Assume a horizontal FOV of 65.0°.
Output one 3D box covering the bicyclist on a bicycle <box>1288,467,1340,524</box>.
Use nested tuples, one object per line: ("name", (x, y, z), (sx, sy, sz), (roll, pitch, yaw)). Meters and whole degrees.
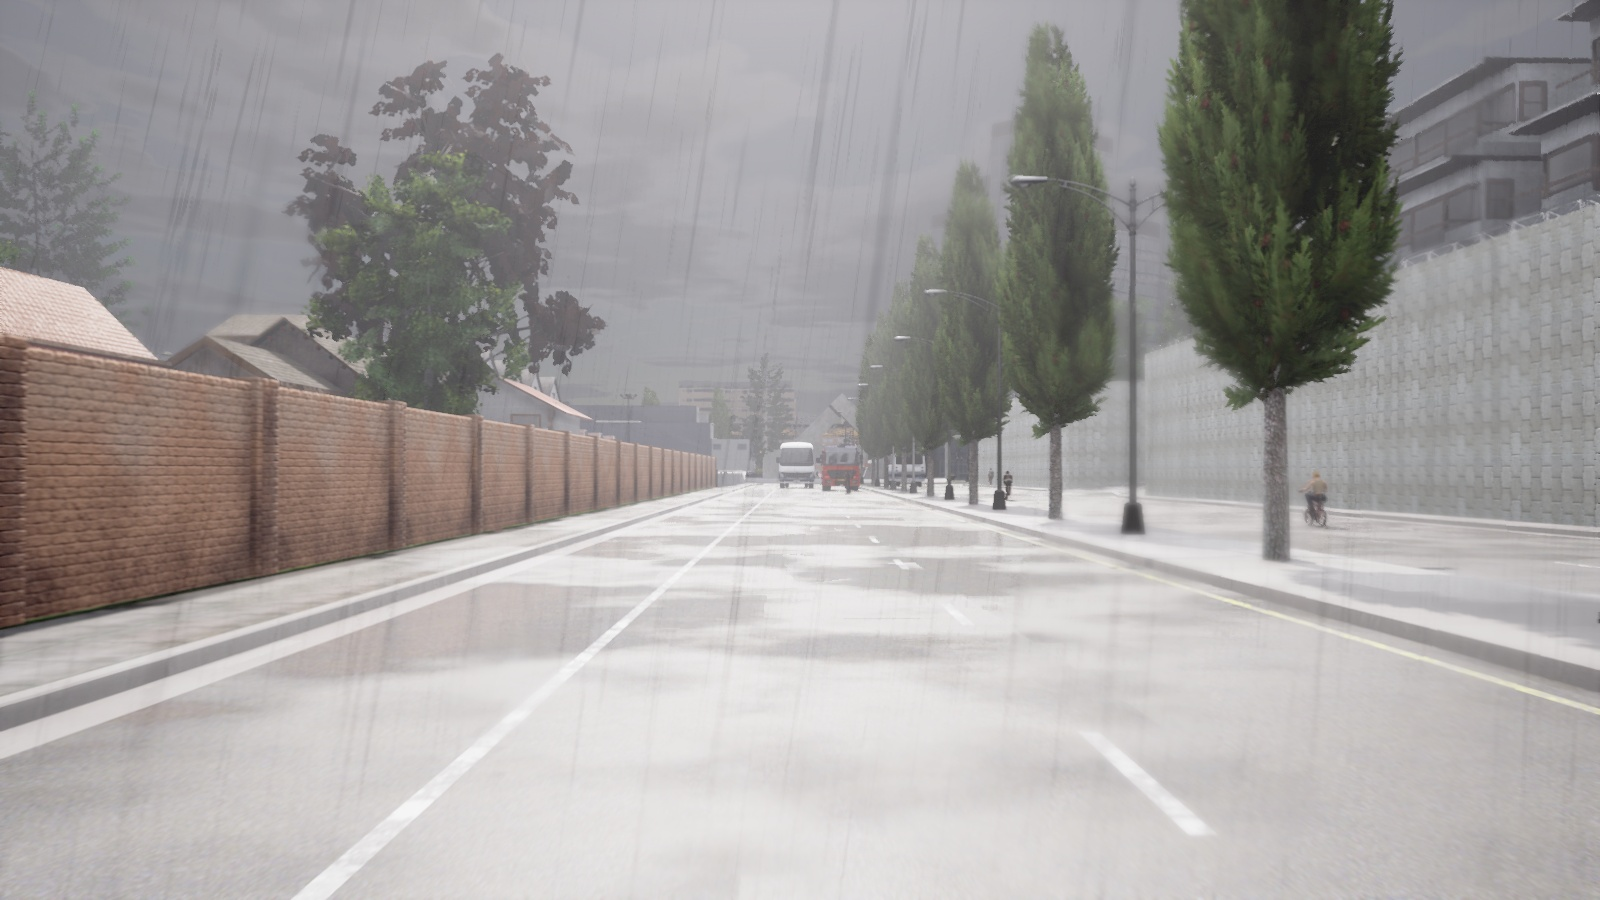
("bicyclist on a bicycle", (14.900, 1.300, 36.419), (0.866, 1.612, 1.509), (0, -1, 0))
